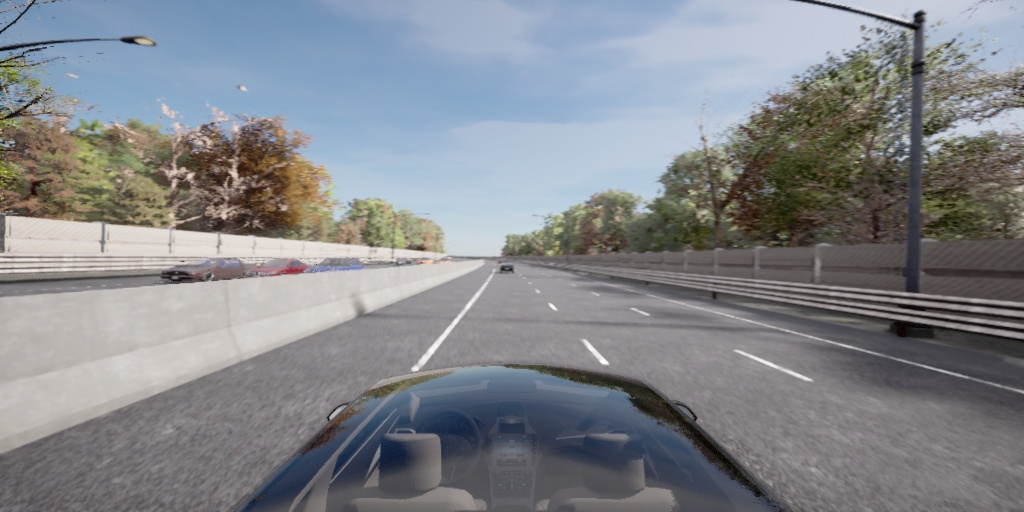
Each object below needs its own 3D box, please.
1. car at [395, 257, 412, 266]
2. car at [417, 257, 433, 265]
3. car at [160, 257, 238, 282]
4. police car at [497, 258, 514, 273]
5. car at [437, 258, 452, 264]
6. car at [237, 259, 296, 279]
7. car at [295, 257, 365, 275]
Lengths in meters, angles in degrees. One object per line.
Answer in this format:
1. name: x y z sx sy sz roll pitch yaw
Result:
1. car: -18.749 0.997 62.206 2.128 1.511 4.902 2 0 -2
2. car: -15.299 0.977 63.580 2.097 1.767 4.553 2 0 -2
3. car: -17.668 0.797 21.455 2.033 1.411 5.357 2 0 -1
4. police car: -0.724 1.494 49.372 1.930 1.638 5.238 2 -1 -1
5. car: -11.764 1.106 62.566 2.097 1.767 4.553 2 0 -2
6. car: -14.191 0.907 22.227 1.812 1.442 4.674 2 0 -1
7. car: -10.673 0.858 21.878 2.097 1.767 4.553 2 0 -1
